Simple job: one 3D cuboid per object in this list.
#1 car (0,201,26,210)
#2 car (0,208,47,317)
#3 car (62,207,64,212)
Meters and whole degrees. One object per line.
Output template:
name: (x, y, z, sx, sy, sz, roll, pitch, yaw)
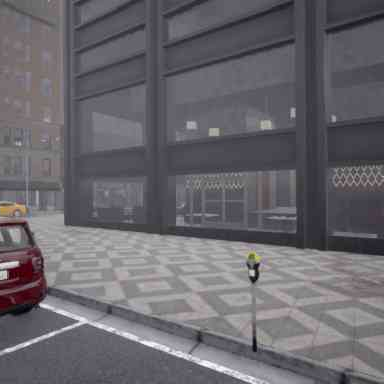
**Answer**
car: (-18.286, 1.642, 31.184, 1.882, 1.535, 5.008, -1, -1, 36)
car: (-4.778, 1.317, 6.267, 5.009, 1.841, 2.192, 0, -1, 35)
car: (-12.519, 1.794, 39.171, 2.033, 1.411, 5.357, -1, -1, 35)
